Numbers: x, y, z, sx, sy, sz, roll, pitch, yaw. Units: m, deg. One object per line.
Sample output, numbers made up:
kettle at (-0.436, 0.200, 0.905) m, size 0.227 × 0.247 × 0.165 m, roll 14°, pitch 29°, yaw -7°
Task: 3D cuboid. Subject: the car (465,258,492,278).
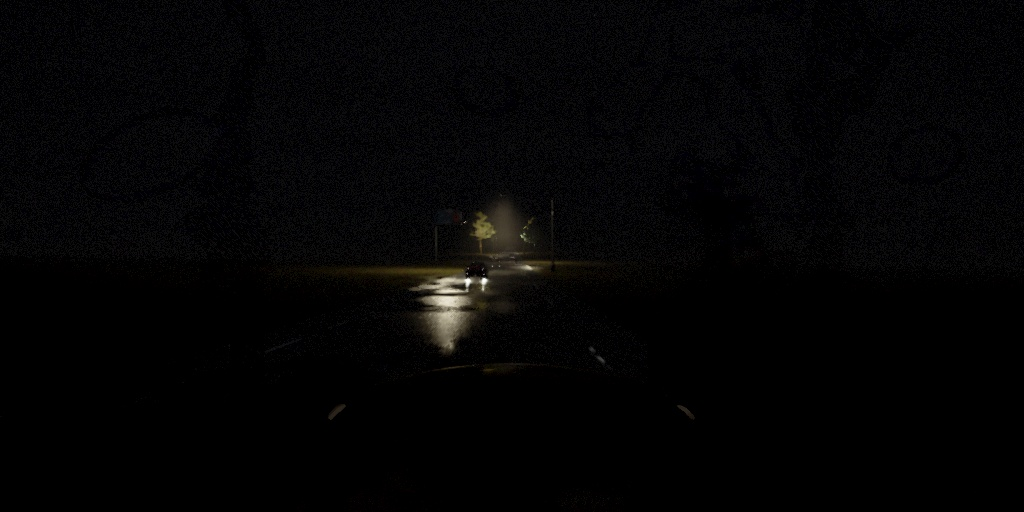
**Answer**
car at (-3.583, 1.326, 37.179) m, size 2.097 × 1.767 × 4.553 m, roll 0°, pitch 0°, yaw 0°
